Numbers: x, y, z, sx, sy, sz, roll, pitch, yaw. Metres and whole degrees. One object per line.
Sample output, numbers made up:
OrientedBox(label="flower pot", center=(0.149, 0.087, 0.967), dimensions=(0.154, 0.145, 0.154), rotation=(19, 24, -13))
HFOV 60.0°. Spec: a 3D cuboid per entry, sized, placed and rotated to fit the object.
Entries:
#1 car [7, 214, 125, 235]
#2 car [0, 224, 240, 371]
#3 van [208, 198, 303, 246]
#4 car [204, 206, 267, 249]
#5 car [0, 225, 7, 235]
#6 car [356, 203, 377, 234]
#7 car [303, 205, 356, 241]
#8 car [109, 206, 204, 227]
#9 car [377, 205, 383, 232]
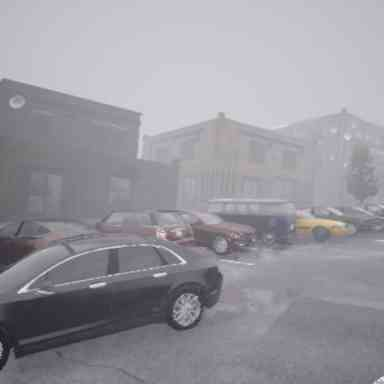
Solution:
OrientedBox(label="car", center=(-4.604, 1.506, 9.984), dimensions=(4.792, 1.488, 2.163), rotation=(-1, -1, 34))
OrientedBox(label="car", center=(-1.735, 1.508, 5.396), dimensions=(4.892, 1.490, 1.837), rotation=(0, 0, -33))
OrientedBox(label="van", center=(2.445, 1.275, 15.278), dimensions=(4.442, 1.987, 1.878), rotation=(-1, -1, 34))
OrientedBox(label="car", center=(0.169, 1.492, 13.475), dimensions=(5.008, 1.535, 2.097), rotation=(-1, -1, 34))
OrientedBox(label="car", center=(-6.930, 1.343, 8.201), dimensions=(4.553, 1.767, 2.185), rotation=(-1, -1, 34))
OrientedBox(label="car", center=(7.278, 1.515, 18.688), dimensions=(5.008, 1.535, 2.097), rotation=(-1, -1, 34))
OrientedBox(label="car", center=(5.068, 1.502, 16.844), dimensions=(5.366, 1.575, 1.946), rotation=(-1, -1, 34))
OrientedBox(label="car", center=(-2.181, 1.358, 11.701), dimensions=(4.553, 1.767, 2.185), rotation=(-1, -1, 34))
OrientedBox(label="car", center=(9.677, 1.551, 20.396), dimensions=(4.792, 1.488, 2.163), rotation=(-1, -1, 34))
